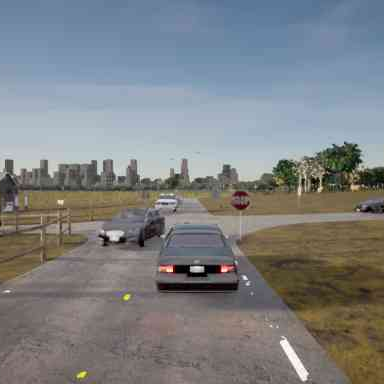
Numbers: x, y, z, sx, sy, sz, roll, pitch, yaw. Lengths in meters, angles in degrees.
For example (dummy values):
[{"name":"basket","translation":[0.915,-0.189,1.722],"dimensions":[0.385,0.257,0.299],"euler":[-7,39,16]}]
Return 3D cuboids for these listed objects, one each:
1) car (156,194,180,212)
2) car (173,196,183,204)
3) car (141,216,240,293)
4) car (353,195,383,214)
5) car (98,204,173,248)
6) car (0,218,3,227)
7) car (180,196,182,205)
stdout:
[{"name":"car","translation":[-2.865,1.231,38.363],"dimensions":[2.150,2.045,5.566],"euler":[0,0,0]},{"name":"car","translation":[-2.794,1.592,68.496],"dimensions":[1.812,1.442,4.674],"euler":[0,0,0]},{"name":"car","translation":[0.094,1.549,8.976],"dimensions":[2.033,1.411,5.357],"euler":[0,0,0]},{"name":"car","translation":[15.429,0.901,25.598],"dimensions":[5.357,1.411,2.033],"euler":[-2,0,0]},{"name":"car","translation":[-2.552,1.495,14.960],"dimensions":[2.128,1.511,4.902],"euler":[0,0,9]},{"name":"car","translation":[-15.576,2.029,22.591],"dimensions":[5.008,1.535,1.882],"euler":[-2,0,0]},{"name":"car","translation":[-2.866,1.542,48.339],"dimensions":[1.812,1.442,4.674],"euler":[0,0,0]}]
